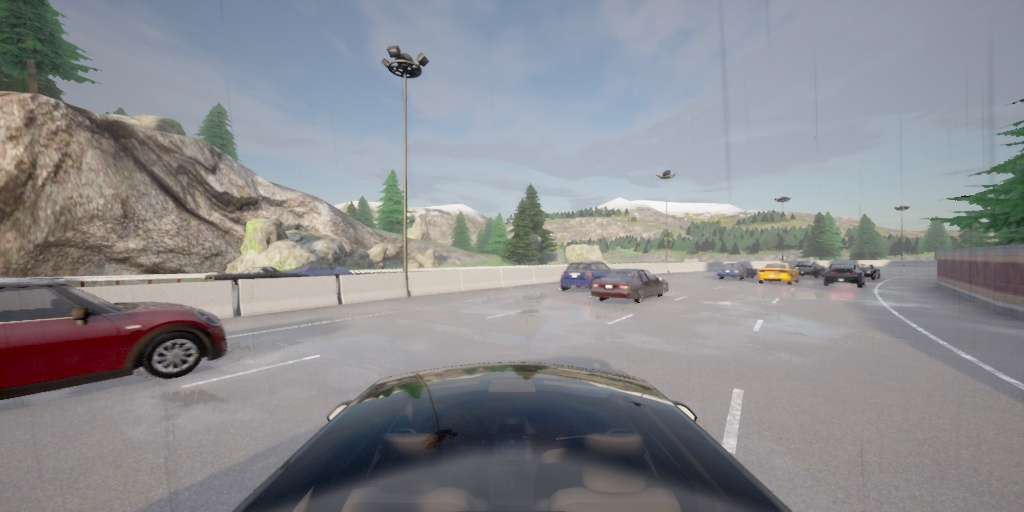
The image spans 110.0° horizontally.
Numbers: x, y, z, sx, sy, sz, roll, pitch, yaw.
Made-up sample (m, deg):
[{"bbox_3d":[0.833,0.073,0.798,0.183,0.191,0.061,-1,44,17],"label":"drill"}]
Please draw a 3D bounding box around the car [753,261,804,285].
[{"bbox_3d":[19.667,1.227,26.372,5.008,1.535,1.882,0,0,-44],"label":"car"}]

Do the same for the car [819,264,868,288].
[{"bbox_3d":[22.427,1.255,24.169,4.892,1.490,1.837,0,0,-43],"label":"car"}]

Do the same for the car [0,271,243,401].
[{"bbox_3d":[-7.056,1.104,5.166,2.097,1.767,4.553,0,0,33],"label":"car"}]

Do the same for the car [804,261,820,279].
[{"bbox_3d":[27.584,1.241,33.275,4.902,1.511,2.128,0,0,-39],"label":"car"}]

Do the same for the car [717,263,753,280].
[{"bbox_3d":[19.594,1.297,31.130,5.357,1.411,2.033,0,0,-42],"label":"car"}]

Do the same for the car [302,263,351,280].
[{"bbox_3d":[-15.982,1.297,29.134,2.033,1.411,5.357,0,0,38],"label":"car"}]

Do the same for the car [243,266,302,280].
[{"bbox_3d":[-16.442,1.351,22.728,1.895,1.301,4.718,0,0,36],"label":"car"}]

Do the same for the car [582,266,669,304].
[{"bbox_3d":[5.545,1.297,16.529,2.033,1.411,5.357,0,0,40],"label":"car"}]

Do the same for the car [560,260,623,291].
[{"bbox_3d":[4.749,1.102,20.896,2.097,1.767,4.553,0,0,41],"label":"car"}]

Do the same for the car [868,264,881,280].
[{"bbox_3d":[30.344,1.351,31.028,4.718,1.301,1.895,0,0,-39],"label":"car"}]
